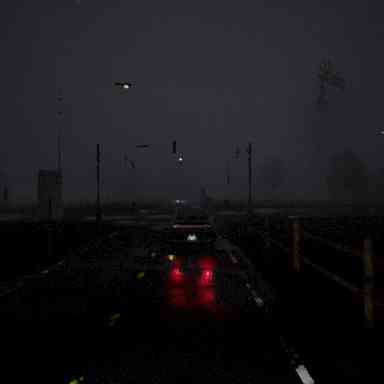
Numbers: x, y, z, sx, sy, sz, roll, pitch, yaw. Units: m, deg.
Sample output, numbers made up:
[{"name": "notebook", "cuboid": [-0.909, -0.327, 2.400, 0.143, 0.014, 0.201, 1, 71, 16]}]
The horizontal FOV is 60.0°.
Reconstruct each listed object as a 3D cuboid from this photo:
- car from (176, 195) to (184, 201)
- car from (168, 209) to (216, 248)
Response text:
[{"name": "car", "cuboid": [-3.011, 1.562, 85.784, 1.994, 1.385, 4.181, 0, 0, 0]}, {"name": "car", "cuboid": [0.000, 1.490, 14.652, 2.128, 1.511, 4.902, 0, 0, 0]}]
